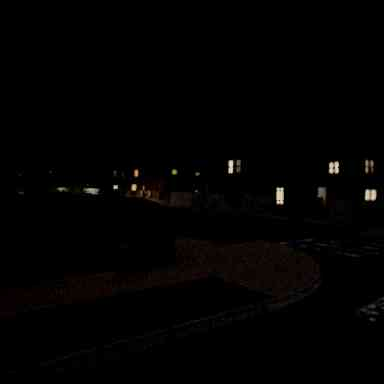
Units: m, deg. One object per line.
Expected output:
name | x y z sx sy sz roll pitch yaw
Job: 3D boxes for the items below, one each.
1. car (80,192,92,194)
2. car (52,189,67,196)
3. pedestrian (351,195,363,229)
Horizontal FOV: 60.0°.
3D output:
car | -14.432 0.625 44.970 1.994 1.385 4.181 1 1 -36
car | -22.022 0.270 55.565 2.128 1.511 4.902 1 1 -36
pedestrian | 8.713 1.040 17.658 0.375 1.860 0.375 3 -2 -36
